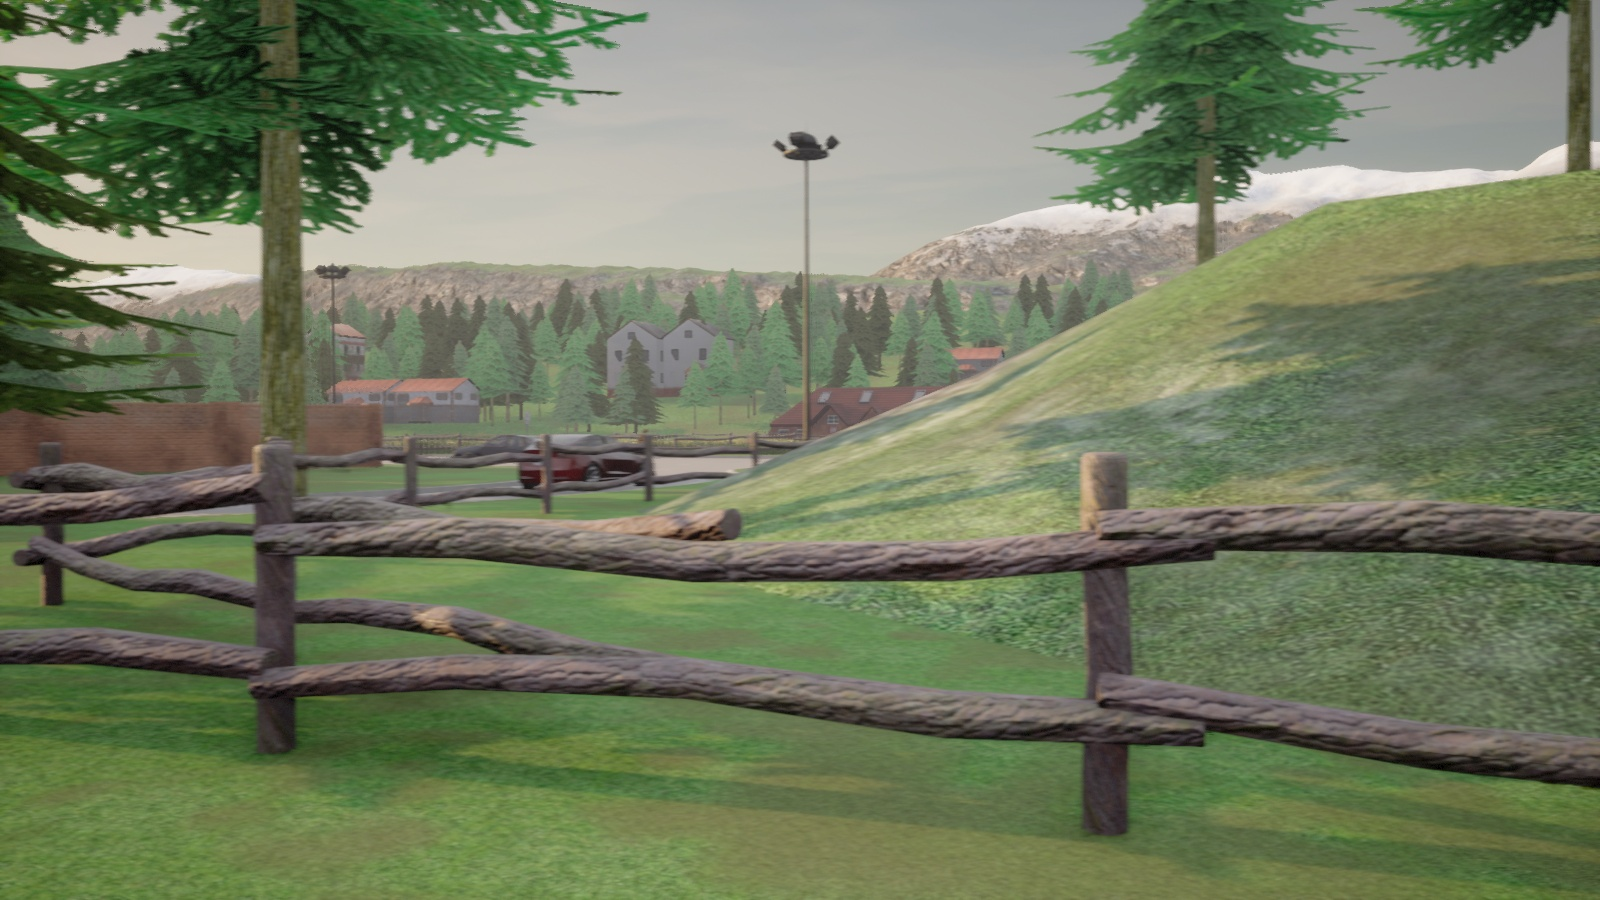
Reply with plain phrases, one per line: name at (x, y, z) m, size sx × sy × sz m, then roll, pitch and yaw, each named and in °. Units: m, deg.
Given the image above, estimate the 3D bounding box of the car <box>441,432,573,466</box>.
car at (-12.865, -0.064, 55.167) m, size 5.357 × 1.411 × 2.033 m, roll 1°, pitch 1°, yaw 19°

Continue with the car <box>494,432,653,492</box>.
car at (-5.967, 0.260, 33.766) m, size 2.163 × 1.488 × 4.792 m, roll 1°, pitch 1°, yaw 19°
